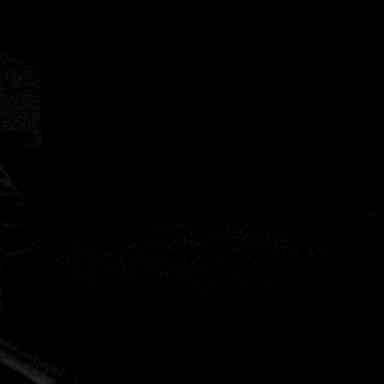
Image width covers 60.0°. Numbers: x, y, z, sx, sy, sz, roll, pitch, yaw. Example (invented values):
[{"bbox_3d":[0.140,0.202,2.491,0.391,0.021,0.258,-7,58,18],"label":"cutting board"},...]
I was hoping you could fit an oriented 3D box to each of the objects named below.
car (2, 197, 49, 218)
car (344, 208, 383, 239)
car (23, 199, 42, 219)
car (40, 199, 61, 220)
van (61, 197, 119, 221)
[{"bbox_3d":[-17.431,1.609,34.632,2.435,2.045,5.566,-2,-1,35],"label":"car"},{"bbox_3d":[8.747,1.489,16.281,2.002,1.452,4.674,0,0,35],"label":"car"},{"bbox_3d":[-12.623,1.718,31.523,1.946,1.575,5.366,-2,-1,35],"label":"car"},{"bbox_3d":[-10.444,1.663,29.996,1.946,1.575,5.366,-1,-1,35],"label":"car"},{"bbox_3d":[-8.333,1.389,28.147,1.878,1.987,4.442,-1,-1,35],"label":"van"}]
